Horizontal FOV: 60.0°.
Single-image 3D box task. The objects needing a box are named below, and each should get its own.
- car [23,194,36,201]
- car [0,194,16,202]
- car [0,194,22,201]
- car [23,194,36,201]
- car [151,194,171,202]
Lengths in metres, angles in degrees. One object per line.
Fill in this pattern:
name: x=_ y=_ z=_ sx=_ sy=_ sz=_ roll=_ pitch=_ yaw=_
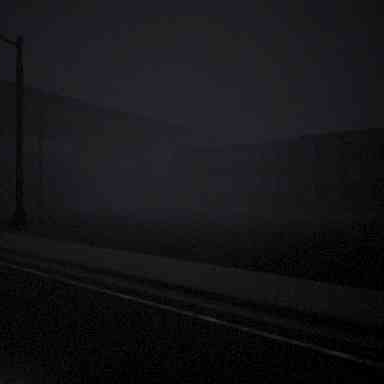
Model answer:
car: x=-29.413 y=0.928 z=60.397 sx=1.853 sy=1.218 sz=4.536 roll=0 pitch=0 yaw=-23
car: x=-32.922 y=1.072 z=59.137 sx=4.974 sy=1.542 sz=2.038 roll=0 pitch=0 yaw=7
car: x=-32.973 y=0.914 z=59.143 sx=4.536 sy=1.218 sz=1.853 roll=0 pitch=0 yaw=7
car: x=-29.393 y=1.086 z=60.350 sx=2.038 sy=1.542 sz=4.974 roll=0 pitch=0 yaw=-23
car: x=-6.065 y=1.085 z=65.258 sx=2.097 sy=1.767 sz=4.553 roll=0 pitch=0 yaw=37
